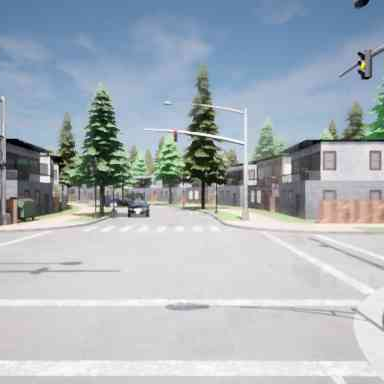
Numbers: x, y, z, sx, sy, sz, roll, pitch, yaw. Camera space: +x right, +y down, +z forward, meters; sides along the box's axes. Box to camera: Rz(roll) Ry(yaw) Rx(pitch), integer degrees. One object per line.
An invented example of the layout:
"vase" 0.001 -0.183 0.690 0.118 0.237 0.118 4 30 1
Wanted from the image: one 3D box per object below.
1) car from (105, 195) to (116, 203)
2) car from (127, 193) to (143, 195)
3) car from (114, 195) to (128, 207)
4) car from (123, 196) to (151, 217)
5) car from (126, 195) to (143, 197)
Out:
"car" -16.518 1.300 66.760 2.097 1.767 4.553 0 0 -45
"car" -10.401 1.172 58.418 2.150 2.045 5.566 0 0 -36
"car" -9.849 1.554 49.292 1.895 1.301 4.718 0 0 -24
"car" -4.844 1.449 30.545 2.128 1.511 4.902 0 0 -7
"car" -6.517 1.481 39.730 1.812 1.442 4.674 0 0 -15
